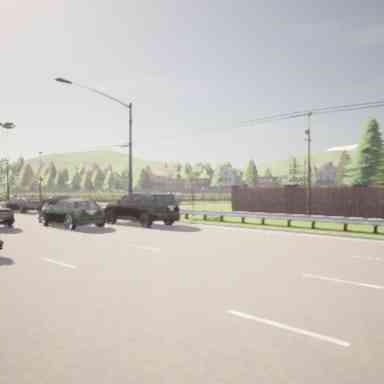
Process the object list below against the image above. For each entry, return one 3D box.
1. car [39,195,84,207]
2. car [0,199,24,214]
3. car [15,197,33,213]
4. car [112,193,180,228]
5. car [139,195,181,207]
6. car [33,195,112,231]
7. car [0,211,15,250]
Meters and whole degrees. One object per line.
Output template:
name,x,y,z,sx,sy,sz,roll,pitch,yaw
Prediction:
car,-16.670,1.111,42.728,5.008,1.535,1.882,0,0,-4
car,-11.984,1.314,19.181,4.902,1.511,2.128,1,1,40
car,-15.984,1.211,31.664,4.902,1.511,2.128,1,1,40
car,-3.239,1.057,20.983,5.566,2.045,2.150,1,1,40
car,-4.404,1.194,45.484,5.357,1.411,2.033,0,1,-22
car,-7.170,1.184,19.713,4.553,1.767,2.097,1,1,40
car,-8.513,1.436,11.705,5.357,1.411,2.033,1,1,40
